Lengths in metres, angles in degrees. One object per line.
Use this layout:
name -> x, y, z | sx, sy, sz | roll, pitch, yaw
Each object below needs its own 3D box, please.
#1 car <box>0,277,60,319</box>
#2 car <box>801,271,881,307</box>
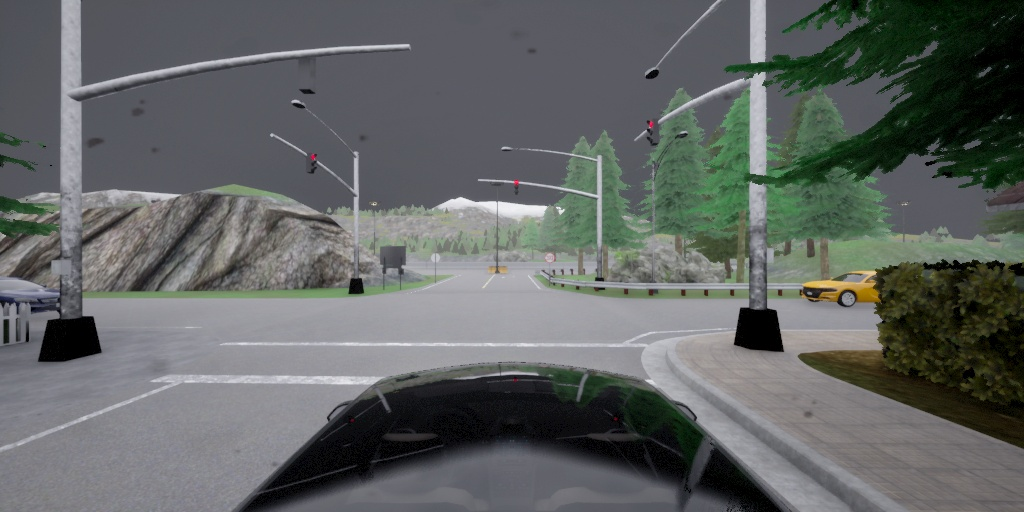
car -> -18.279, 1.467, 12.677 | 4.674, 1.442, 1.812 | 0, 0, 0
car -> 15.954, 1.418, 16.193 | 5.008, 1.535, 1.882 | 0, 0, 0
